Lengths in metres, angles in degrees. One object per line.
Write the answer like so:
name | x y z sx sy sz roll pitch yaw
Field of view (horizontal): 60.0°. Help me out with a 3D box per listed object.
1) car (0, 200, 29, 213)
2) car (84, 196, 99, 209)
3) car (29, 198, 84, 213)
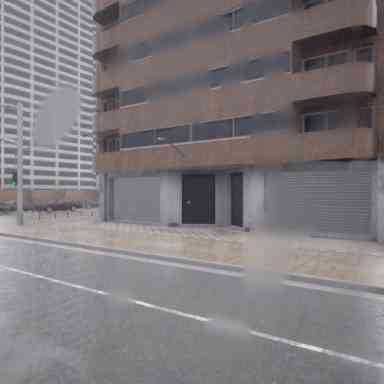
car | -19.519 1.547 37.400 2.033 1.411 5.357 0 0 35
car | -13.825 1.564 45.600 1.994 1.385 4.181 0 0 35
car | -15.148 1.478 37.560 1.882 1.535 5.008 0 0 35
